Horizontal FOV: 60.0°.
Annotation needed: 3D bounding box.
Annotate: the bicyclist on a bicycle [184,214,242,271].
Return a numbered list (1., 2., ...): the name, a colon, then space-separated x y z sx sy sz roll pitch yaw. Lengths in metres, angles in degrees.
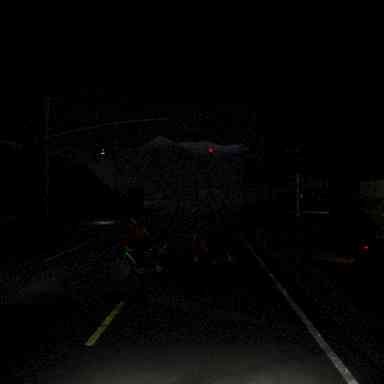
1. bicyclist on a bicycle: 0.573 1.444 9.398 1.656 1.620 0.582 -2 0 5

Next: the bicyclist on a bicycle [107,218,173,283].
1. bicyclist on a bicycle: -1.316 1.458 8.202 1.656 1.620 0.582 -3 2 0

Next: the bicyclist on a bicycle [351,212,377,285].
1. bicyclist on a bicycle: 4.120 1.304 7.939 0.582 1.620 1.656 0 -2 19
